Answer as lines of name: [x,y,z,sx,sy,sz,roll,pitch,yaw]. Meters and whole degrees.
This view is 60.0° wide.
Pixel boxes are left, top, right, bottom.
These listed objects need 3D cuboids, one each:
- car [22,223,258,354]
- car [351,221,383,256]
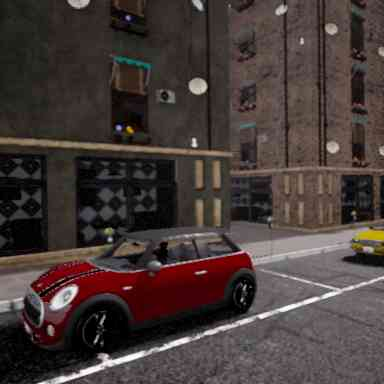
car: [-0.784,1.436,6.020,4.097,1.590,1.967,0,-1,-35]
car: [7.565,1.504,11.973,4.829,1.417,1.752,0,-1,-35]
